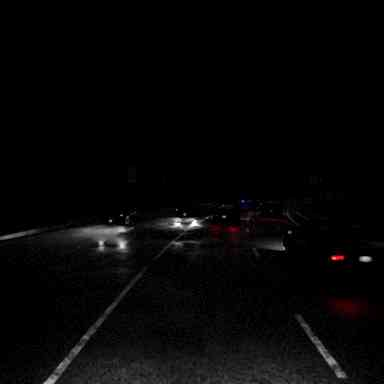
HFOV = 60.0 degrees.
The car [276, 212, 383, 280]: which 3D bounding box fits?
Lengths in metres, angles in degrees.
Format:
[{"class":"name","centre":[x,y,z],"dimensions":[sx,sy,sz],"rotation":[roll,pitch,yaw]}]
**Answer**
[{"class":"car","centre":[4.098,1.554,9.958],"dimensions":[2.033,1.411,5.357],"rotation":[0,0,5]}]

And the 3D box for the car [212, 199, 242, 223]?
[{"class":"car","centre":[2.633,1.526,25.237],"dimensions":[1.812,1.442,4.674],"rotation":[0,0,10]}]

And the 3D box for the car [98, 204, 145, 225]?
[{"class":"car","centre":[-4.940,1.580,23.833],"dimensions":[1.895,1.301,4.718],"rotation":[0,0,10]}]

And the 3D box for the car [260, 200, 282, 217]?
[{"class":"car","centre":[7.528,1.491,31.565],"dimensions":[1.882,1.535,5.008],"rotation":[0,0,13]}]

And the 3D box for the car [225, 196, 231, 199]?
[{"class":"car","centre":[7.401,1.539,63.550],"dimensions":[2.033,1.411,5.357],"rotation":[0,0,25]}]

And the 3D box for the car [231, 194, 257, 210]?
[{"class":"car","centre":[6.927,1.228,42.556],"dimensions":[2.150,2.045,5.566],"rotation":[0,0,17]}]

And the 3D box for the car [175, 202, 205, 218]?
[{"class":"car","centre":[-0.141,1.590,30.344],"dimensions":[1.895,1.301,4.718],"rotation":[0,0,12]}]
